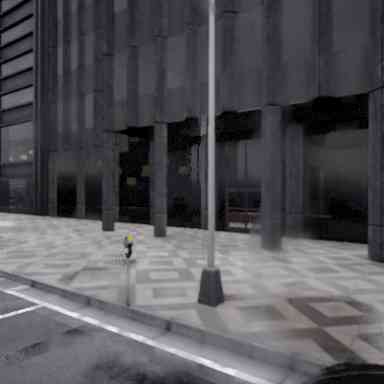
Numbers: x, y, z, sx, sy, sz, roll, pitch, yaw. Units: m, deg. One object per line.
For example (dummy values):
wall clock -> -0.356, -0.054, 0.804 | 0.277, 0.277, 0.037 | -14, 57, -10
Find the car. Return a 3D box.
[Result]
car -> 2.364, 1.574, 1.278 | 4.313, 1.339, 1.947 | 0, 0, 36
